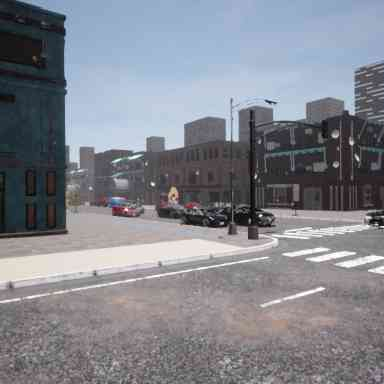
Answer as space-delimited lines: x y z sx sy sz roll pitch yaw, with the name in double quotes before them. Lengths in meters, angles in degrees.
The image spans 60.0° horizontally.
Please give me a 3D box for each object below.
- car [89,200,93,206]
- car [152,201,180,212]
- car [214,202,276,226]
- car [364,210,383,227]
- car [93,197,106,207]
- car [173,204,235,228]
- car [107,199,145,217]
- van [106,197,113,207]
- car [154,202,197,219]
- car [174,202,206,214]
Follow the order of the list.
"car" -19.659 2.227 67.944 1.887 1.381 4.507 -1 0 -36
"car" -3.569 1.965 45.425 1.802 1.307 4.206 -2 0 -36
"car" 4.017 1.705 24.800 1.837 1.490 4.892 -1 0 -34
"car" 13.382 1.503 20.681 4.902 1.511 2.128 -1 0 0
"car" -16.446 1.939 63.440 2.192 1.841 5.009 -1 0 -36
"car" 0.797 1.814 24.686 1.947 1.339 4.313 -2 0 -36
"car" -7.173 1.846 36.048 1.967 1.590 4.097 -1 0 -36
"van" -13.228 1.906 58.936 1.690 1.788 3.998 -1 0 -36
"car" -1.760 1.879 32.961 1.994 1.385 4.181 -1 0 -35
"car" -0.353 1.903 40.921 1.802 1.307 4.206 -2 0 -36
